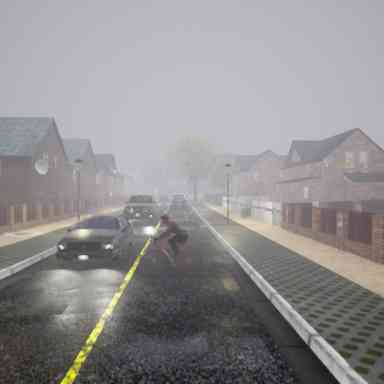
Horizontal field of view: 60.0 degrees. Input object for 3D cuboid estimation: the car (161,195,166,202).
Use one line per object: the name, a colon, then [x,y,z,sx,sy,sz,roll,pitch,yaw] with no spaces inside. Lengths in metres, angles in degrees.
car: [-5.492,1.407,65.419,1.882,1.535,5.008,0,0,-2]

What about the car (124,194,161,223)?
car: [-3.852,1.208,25.539,2.150,2.045,5.566,0,0,-2]

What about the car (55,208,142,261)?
car: [-3.313,1.544,12.494,2.033,1.411,5.357,0,0,-2]

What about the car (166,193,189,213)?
car: [-1.421,1.327,36.773,2.097,1.767,4.553,0,0,-2]

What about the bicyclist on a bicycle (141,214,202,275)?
bicyclist on a bicycle: [-0.564,1.436,9.041,1.656,1.620,0.582,-1,0,-2]

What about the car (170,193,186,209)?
car: [-1.885,1.180,46.782,2.150,2.045,5.566,0,0,-1]
